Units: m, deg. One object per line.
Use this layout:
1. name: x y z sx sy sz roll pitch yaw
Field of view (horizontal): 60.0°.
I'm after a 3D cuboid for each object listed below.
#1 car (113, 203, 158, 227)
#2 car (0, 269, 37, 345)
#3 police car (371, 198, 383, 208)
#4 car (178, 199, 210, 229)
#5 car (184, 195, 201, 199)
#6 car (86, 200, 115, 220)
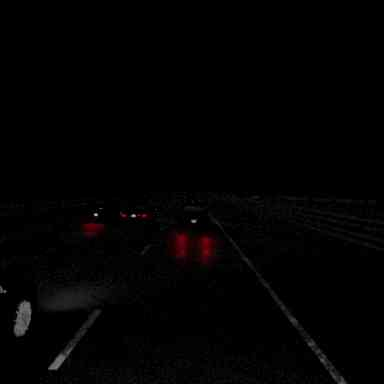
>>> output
1. car: -3.399 1.436 21.983 2.033 1.411 5.357 0 0 0
2. car: -3.388 1.473 3.419 1.837 1.490 4.892 1 1 0
3. police car: 27.527 1.411 46.321 1.930 1.638 5.238 0 0 -25
4. car: 0.098 1.421 20.592 1.812 1.442 4.674 0 0 0
5. car: 0.102 1.169 40.015 2.097 1.767 4.553 0 0 0
6. car: -6.905 1.375 26.309 1.837 1.490 4.892 0 0 0
